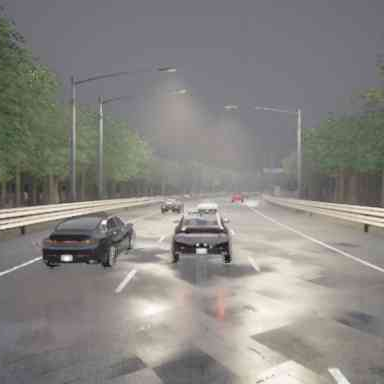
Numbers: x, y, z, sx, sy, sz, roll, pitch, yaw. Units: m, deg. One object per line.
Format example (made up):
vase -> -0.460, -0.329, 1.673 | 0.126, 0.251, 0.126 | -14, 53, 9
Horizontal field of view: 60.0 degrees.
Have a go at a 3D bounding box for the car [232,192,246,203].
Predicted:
car -> 9.000, 0.982, 64.876 | 2.150, 2.045, 5.566 | 0, 0, 10

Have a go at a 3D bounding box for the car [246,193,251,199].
car -> 14.886, 1.142, 93.617 | 1.837, 1.490, 4.892 | 0, 0, 14

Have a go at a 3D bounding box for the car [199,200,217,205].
car -> 1.670, 1.481, 34.114 | 1.895, 1.301, 4.718 | 0, 0, 5

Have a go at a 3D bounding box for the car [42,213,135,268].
car -> -3.182, 1.462, 11.067 | 1.837, 1.490, 4.892 | 0, 0, 2

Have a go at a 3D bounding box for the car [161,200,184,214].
car -> -1.872, 1.479, 33.757 | 1.895, 1.301, 4.718 | 0, 0, 5

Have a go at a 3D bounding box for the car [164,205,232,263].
car -> 0.344, 1.450, 11.861 | 2.128, 1.511, 4.902 | 0, 0, 2
